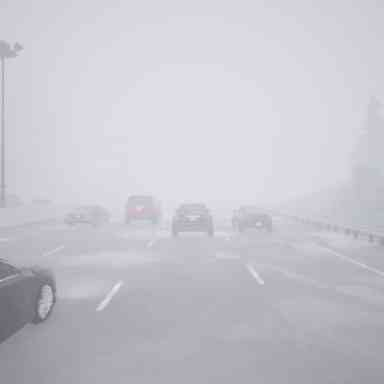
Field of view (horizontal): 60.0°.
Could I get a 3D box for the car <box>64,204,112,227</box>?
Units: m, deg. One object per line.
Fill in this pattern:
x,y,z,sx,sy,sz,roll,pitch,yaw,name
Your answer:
-6.994,1.552,22.833,2.033,1.411,5.357,0,0,0,car

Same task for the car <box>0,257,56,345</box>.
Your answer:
-3.437,1.508,4.279,1.837,1.490,4.892,0,0,0,car

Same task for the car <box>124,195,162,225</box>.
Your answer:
-3.502,1.221,24.501,2.150,2.045,5.566,0,0,0,car

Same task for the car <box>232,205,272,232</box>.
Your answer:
3.518,1.517,19.887,1.812,1.442,4.674,0,0,0,car

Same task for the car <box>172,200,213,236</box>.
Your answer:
0.023,1.348,18.637,2.097,1.767,4.553,0,0,0,car

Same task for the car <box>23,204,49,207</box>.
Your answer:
-17.751,1.520,38.419,1.837,1.490,4.892,0,0,0,car

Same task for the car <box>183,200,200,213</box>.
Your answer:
-0.063,1.594,37.510,1.895,1.301,4.718,0,0,0,car
